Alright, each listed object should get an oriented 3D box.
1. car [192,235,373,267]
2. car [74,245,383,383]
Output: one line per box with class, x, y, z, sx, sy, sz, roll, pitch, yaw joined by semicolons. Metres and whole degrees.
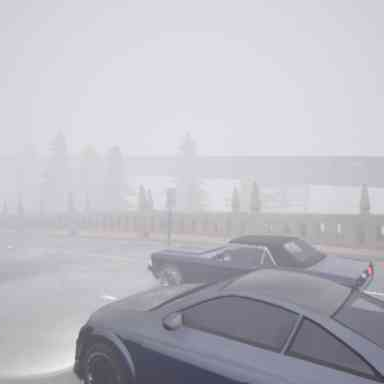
car;1.269;1.626;7.387;4.718;1.301;1.895;-1;-1;36
car;0.660;1.574;3.522;4.181;1.385;1.994;0;0;36
